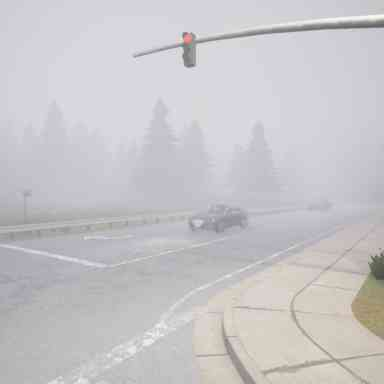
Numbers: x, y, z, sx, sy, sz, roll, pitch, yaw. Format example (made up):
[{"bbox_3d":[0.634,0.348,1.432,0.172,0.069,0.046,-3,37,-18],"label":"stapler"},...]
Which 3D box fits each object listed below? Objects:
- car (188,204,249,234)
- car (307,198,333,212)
[{"bbox_3d":[1.658,1.480,19.339,2.128,1.511,4.902,0,0,34],"label":"car"},{"bbox_3d":[14.649,1.459,38.026,1.882,1.535,5.008,0,0,36],"label":"car"}]
